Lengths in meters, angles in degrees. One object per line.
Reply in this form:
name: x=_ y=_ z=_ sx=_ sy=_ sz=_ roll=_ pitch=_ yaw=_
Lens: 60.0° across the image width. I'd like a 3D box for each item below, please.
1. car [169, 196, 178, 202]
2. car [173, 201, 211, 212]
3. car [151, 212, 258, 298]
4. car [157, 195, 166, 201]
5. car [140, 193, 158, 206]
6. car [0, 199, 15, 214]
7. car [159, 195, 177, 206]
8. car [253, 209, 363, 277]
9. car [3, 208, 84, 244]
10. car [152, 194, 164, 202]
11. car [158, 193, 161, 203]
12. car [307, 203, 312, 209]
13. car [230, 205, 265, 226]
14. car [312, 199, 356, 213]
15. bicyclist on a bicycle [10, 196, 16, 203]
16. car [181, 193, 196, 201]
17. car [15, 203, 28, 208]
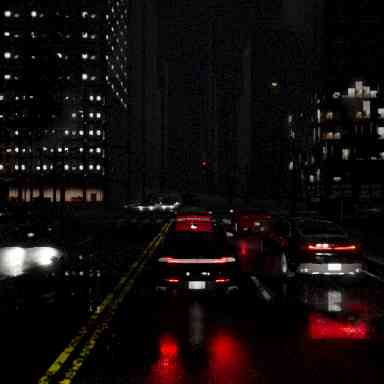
car: x=-4.227 y=1.555 z=75.412 sx=1.895 sy=1.301 sz=4.718 roll=0 pitch=0 yaw=-1
car: x=0.079 y=1.478 z=18.026 sx=1.882 sy=1.535 sz=5.008 roll=0 pitch=0 yaw=0
car: x=0.090 y=1.493 z=8.529 sx=2.128 sy=1.511 sz=4.902 roll=0 pitch=0 yaw=0
car: x=-7.628 y=1.472 z=83.696 sx=1.812 sy=1.442 sz=4.674 roll=0 pitch=0 yaw=-1
car: x=-7.169 y=1.332 z=53.744 sx=2.097 sy=1.767 sz=4.553 roll=0 pitch=0 yaw=-1
car: x=-20.507 y=1.406 z=32.576 sx=4.892 sy=1.490 sz=1.837 roll=0 pitch=-1 yaw=2
car: x=-3.948 y=1.543 z=55.556 sx=1.994 sy=1.385 sz=4.181 roll=0 pitch=0 yaw=-1
car: x=3.339 y=1.506 z=10.203 sx=1.837 sy=1.490 sz=4.892 roll=0 pitch=0 yaw=0
car: x=-6.614 y=1.565 z=15.650 sx=1.994 sy=1.385 sz=4.181 roll=0 pitch=0 yaw=0
car: x=-7.441 y=1.317 z=73.389 sx=2.097 sy=1.767 sz=4.553 roll=0 pitch=0 yaw=-1
car: x=-7.309 y=1.192 z=63.316 sx=2.150 sy=2.045 sz=5.566 roll=0 pitch=0 yaw=-1
car: x=16.780 y=1.584 z=40.964 sx=4.902 sy=1.511 sz=2.128 roll=0 pitch=-1 yaw=1
car: x=3.328 y=1.478 z=19.428 sx=1.882 sy=1.535 sz=5.008 roll=0 pitch=0 yaw=0
car: x=16.294 y=1.609 z=37.724 sx=4.181 sy=1.385 sz=1.994 roll=0 pitch=-1 yaw=2
bicyclist on a bicycle: x=-25.210 y=1.397 z=46.827 sx=0.582 sy=1.620 sz=1.656 roll=0 pitch=-1 yaw=2
car: x=-0.512 y=1.202 z=52.633 sx=2.150 sy=2.045 sz=5.566 roll=0 pitch=0 yaw=1
car: x=-20.571 y=1.495 z=35.828 sx=5.357 sy=1.411 sz=2.033 roll=0 pitch=-1 yaw=2
